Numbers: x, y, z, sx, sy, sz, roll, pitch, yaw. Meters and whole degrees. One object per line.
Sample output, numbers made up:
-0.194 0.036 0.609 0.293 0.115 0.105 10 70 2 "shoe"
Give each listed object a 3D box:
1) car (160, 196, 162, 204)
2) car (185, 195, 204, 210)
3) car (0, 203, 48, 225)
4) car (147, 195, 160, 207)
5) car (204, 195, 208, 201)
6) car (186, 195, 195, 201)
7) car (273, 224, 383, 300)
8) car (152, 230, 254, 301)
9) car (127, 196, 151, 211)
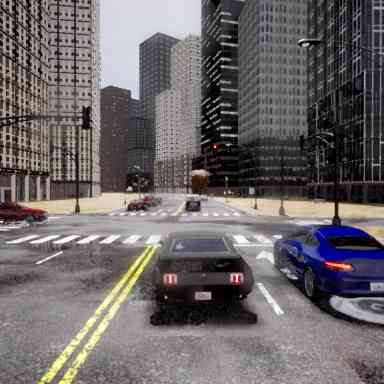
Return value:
-6.498 1.416 60.868 2.128 1.511 4.902 0 0 0 "car"
0.131 1.456 41.828 2.128 1.511 4.902 0 0 1 "car"
-12.509 1.471 23.117 4.674 1.442 1.812 0 1 -5 "car"
-6.516 1.299 50.577 2.097 1.767 4.553 0 0 0 "car"
2.827 1.397 80.534 1.812 1.442 4.674 0 0 -4 "car"
-0.422 1.469 80.421 1.895 1.301 4.718 0 0 -4 "car"
3.354 1.523 8.232 1.812 1.442 4.674 0 0 1 "car"
0.112 1.598 8.264 1.895 1.301 4.718 0 0 -3 "car"
-6.533 1.530 40.329 1.994 1.385 4.181 0 0 0 "car"
